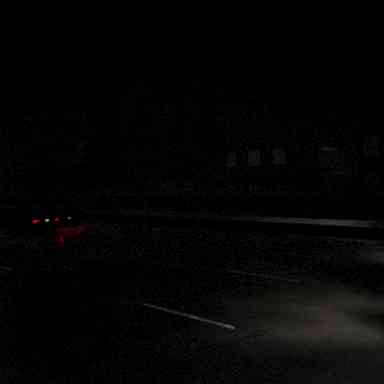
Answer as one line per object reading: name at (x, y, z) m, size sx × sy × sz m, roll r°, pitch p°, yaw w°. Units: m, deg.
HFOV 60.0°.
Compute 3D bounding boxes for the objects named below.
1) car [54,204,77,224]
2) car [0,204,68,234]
car at (-10.328, 1.611, 24.255) m, size 4.674 × 1.442 × 1.812 m, roll 0°, pitch 0°, yaw 36°
car at (-9.992, 1.622, 19.716) m, size 5.357 × 1.411 × 2.033 m, roll 0°, pitch 0°, yaw 35°
